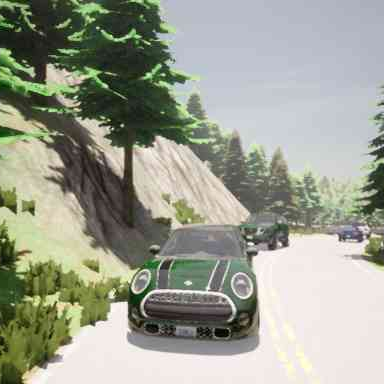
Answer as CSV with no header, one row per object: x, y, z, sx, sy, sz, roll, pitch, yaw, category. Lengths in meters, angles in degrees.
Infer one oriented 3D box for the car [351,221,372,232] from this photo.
20.414,4.637,40.393,2.150,2.045,5.566,0,-6,31,car

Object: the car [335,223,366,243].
15.084,3.987,31.518,1.812,1.442,4.674,0,-6,32,car

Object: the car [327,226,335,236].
20.133,5.440,46.484,1.812,1.442,4.674,0,-6,30,car

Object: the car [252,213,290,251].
4.293,2.266,19.791,2.150,2.045,5.566,-1,-6,28,car

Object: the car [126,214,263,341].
0.271,1.486,6.998,2.097,1.767,4.553,0,-2,9,car
